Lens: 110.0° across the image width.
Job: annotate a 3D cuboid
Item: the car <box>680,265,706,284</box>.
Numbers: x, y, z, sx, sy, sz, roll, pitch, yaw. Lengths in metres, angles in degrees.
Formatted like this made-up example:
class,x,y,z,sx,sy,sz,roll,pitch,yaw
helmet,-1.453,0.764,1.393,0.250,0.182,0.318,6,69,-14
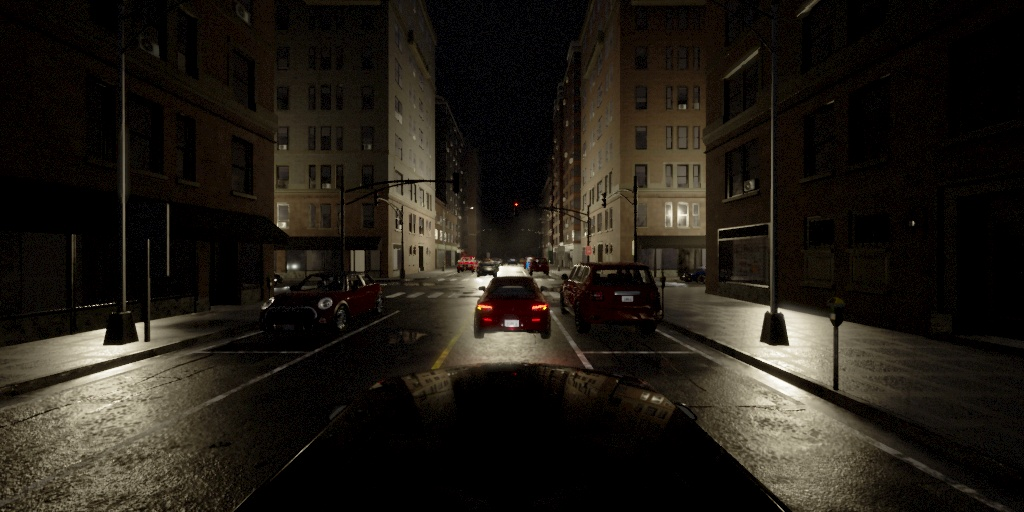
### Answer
class,x,y,z,sx,sy,sz,roll,pitch,yaw
car,14.289,1.271,25.679,4.181,1.385,1.994,0,0,-1

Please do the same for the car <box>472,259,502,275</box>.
class,x,y,z,sx,sy,sz,roll,pitch,yaw
car,-2.448,1.296,33.855,2.033,1.411,5.357,0,0,-8

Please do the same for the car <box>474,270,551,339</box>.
class,x,y,z,sx,sy,sz,roll,pitch,yaw
car,0.021,1.276,9.960,1.812,1.442,4.674,0,0,1

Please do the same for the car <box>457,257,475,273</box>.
class,x,y,z,sx,sy,sz,roll,pitch,yaw
car,-5.342,1.062,43.178,2.192,1.841,5.009,0,0,0

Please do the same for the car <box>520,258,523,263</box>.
class,x,y,z,sx,sy,sz,roll,pitch,yaw
car,2.784,1.061,54.172,2.192,1.841,5.009,0,0,0

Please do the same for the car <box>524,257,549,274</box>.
class,x,y,z,sx,sy,sz,roll,pitch,yaw
car,2.766,1.063,37.660,2.192,1.841,5.009,0,0,0

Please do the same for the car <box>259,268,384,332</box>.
class,x,y,z,sx,sy,sz,roll,pitch,yaw
car,-5.373,1.190,10.619,1.967,1.591,4.097,0,0,0

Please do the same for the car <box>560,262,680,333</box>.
class,x,y,z,sx,sy,sz,roll,pitch,yaw
car,2.652,1.064,10.604,2.192,1.841,5.009,0,0,0

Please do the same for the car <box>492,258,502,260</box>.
class,x,y,z,sx,sy,sz,roll,pitch,yaw
car,-2.761,1.347,49.157,1.895,1.301,4.718,0,0,0

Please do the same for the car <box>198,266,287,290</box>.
class,x,y,z,sx,sy,sz,roll,pitch,yaw
car,-17.077,1.362,22.858,4.181,1.385,1.994,0,0,0
